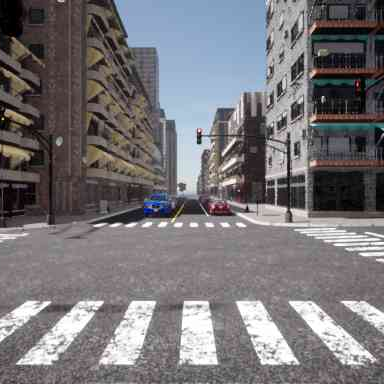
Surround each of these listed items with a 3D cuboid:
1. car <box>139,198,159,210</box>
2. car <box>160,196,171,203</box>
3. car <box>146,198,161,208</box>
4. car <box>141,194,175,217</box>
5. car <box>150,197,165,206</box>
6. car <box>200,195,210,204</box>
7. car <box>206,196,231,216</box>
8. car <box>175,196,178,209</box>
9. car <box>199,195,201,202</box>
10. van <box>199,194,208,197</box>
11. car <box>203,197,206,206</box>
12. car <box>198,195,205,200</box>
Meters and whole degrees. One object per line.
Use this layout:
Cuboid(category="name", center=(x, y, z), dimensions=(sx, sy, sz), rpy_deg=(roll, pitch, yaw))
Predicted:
Cuboid(category="car", center=(-5.672, 1.561, 44.113), dimensions=(2.008, 1.369, 4.403), rpy_deg=(0, 0, 0))
Cuboid(category="car", center=(-5.661, 1.570, 71.784), dimensions=(1.887, 1.381, 4.507), rpy_deg=(0, 0, 0))
Cuboid(category="car", center=(-5.669, 1.594, 49.647), dimensions=(1.802, 1.307, 4.206), rpy_deg=(0, 0, 0))
Cuboid(category="car", center=(-3.087, 1.228, 31.190), dimensions=(2.150, 2.045, 5.566), rpy_deg=(0, 0, 0))
Cuboid(category="car", center=(-5.667, 1.581, 55.182), dimensions=(1.947, 1.339, 4.313), rpy_deg=(0, 0, 0))
Cuboid(category="car", center=(2.713, 1.597, 55.178), dimensions=(1.802, 1.307, 4.206), rpy_deg=(0, 0, 0))
Cuboid(category="car", center=(2.705, 1.447, 33.041), dimensions=(1.967, 1.590, 4.097), rpy_deg=(0, 0, 0))
Cuboid(category="car", center=(-3.085, 1.535, 40.988), dimensions=(1.812, 1.442, 4.674), rpy_deg=(0, 0, 1))
Cuboid(category="car", center=(2.715, 1.600, 60.712), dimensions=(1.802, 1.307, 4.206), rpy_deg=(0, 0, 0))
Cuboid(category="van", center=(2.718, 1.362, 66.247), dimensions=(1.690, 1.788, 3.998), rpy_deg=(0, 0, 0))
Cuboid(category="car", center=(2.707, 1.559, 38.575), dimensions=(2.008, 1.369, 4.403), rpy_deg=(0, 0, 0))
Cuboid(category="car", center=(2.727, 1.587, 93.917), dimensions=(1.887, 1.381, 4.507), rpy_deg=(0, 0, 0))
